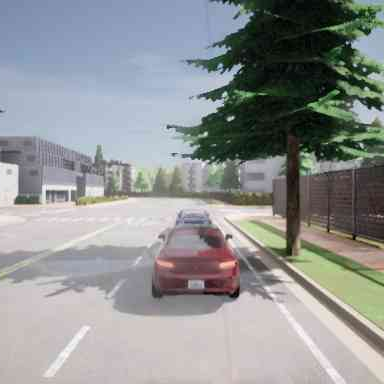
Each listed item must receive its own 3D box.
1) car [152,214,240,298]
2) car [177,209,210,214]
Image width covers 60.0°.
[{"bbox_3d":[0.089,1.517,8.356,1.812,1.442,4.674,0,0,0],"label":"car"},{"bbox_3d":[0.085,1.583,18.701,1.895,1.301,4.718,0,0,0],"label":"car"}]
